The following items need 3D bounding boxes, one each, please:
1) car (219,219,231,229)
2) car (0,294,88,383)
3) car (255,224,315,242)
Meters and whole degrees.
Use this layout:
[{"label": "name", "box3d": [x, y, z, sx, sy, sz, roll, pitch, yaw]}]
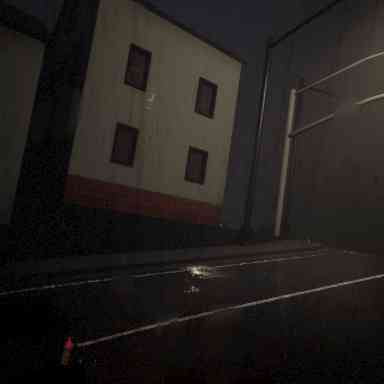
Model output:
[{"label": "car", "box3d": [2.378, 3.567, 37.293, 1.837, 1.490, 4.892, 13, -7, -35]}, {"label": "car", "box3d": [-3.098, 1.501, 1.754, 4.902, 1.511, 2.128, -2, 1, -36]}, {"label": "car", "box3d": [8.043, 3.579, 29.277, 2.033, 1.411, 5.357, 12, -7, -35]}]
